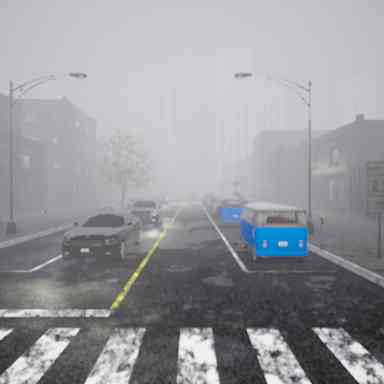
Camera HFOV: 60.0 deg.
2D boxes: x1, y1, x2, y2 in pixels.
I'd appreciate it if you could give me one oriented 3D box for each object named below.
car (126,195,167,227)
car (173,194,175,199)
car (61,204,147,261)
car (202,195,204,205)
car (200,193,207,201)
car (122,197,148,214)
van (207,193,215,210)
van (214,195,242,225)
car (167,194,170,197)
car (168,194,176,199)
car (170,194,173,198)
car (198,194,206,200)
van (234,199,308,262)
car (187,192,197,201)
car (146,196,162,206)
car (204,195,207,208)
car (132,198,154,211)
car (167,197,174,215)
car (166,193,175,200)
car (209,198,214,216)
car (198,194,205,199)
[{"bbox_3d":[-3.094,1.272,22.226,2.097,1.767,4.553,0,0,0],"label":"car"},{"bbox_3d":[-5.689,1.343,77.967,1.947,1.339,4.313,0,0,0],"label":"car"},{"bbox_3d":[-3.099,1.431,12.253,1.882,1.535,5.008,0,0,1],"label":"car"},{"bbox_3d":[2.690,1.419,44.818,1.947,1.339,4.313,0,0,0],"label":"car"},{"bbox_3d":[2.690,1.153,50.341,2.192,1.841,5.009,0,0,0],"label":"car"},{"bbox_3d":[-5.691,1.324,33.794,1.967,1.590,4.097,0,0,0],"label":"car"},{"bbox_3d":[2.689,1.225,33.775,1.690,1.788,3.998,0,0,0],"label":"van"},{"bbox_3d":[2.688,1.259,22.731,1.690,1.788,3.998,0,0,0],"label":"van"},{"bbox_3d":[-5.689,1.356,61.402,1.887,1.381,4.507,0,0,0],"label":"car"},{"bbox_3d":[-5.687,1.312,94.533,1.947,1.339,4.313,0,0,0],"label":"car"},{"bbox_3d":[-5.689,1.313,72.275,1.752,1.417,4.829,0,0,0],"label":"car"},{"bbox_3d":[2.693,1.321,88.993,1.947,1.339,4.313,0,0,0],"label":"car"},{"bbox_3d":[2.688,1.297,11.688,1.690,1.788,3.998,0,0,0],"label":"van"},{"bbox_3d":[0.005,0.994,80.194,2.150,2.045,5.566,0,0,0],"label":"car"},{"bbox_3d":[-5.690,1.383,50.359,1.887,1.381,4.507,0,0,0],"label":"car"},{"bbox_3d":[2.690,1.393,39.467,1.752,1.417,4.829,0,0,0],"label":"car"},{"bbox_3d":[-5.691,1.413,39.316,1.887,1.381,4.507,0,0,0],"label":"car"},{"bbox_3d":[-3.089,1.489,32.260,1.895,1.301,4.718,0,0,0],"label":"car"},{"bbox_3d":[-5.688,1.196,89.010,1.967,1.590,4.097,0,0,0],"label":"car"},{"bbox_3d":[2.689,1.445,28.253,1.887,1.381,4.507,0,0,0],"label":"car"},{"bbox_3d":[2.693,1.290,94.516,1.887,1.381,4.507,0,0,0],"label":"car"}]
